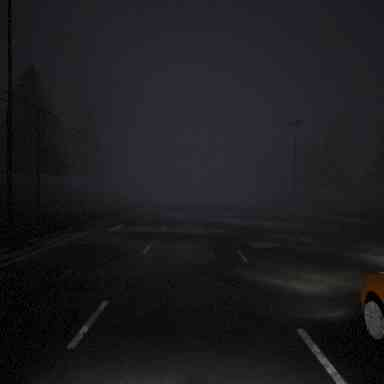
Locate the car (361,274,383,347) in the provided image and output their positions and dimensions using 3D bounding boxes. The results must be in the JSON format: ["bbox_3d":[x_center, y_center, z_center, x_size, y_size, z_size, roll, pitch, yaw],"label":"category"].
[{"bbox_3d":[3.601,1.472,3.281,1.882,1.535,5.008,0,0,0],"label":"car"}]
